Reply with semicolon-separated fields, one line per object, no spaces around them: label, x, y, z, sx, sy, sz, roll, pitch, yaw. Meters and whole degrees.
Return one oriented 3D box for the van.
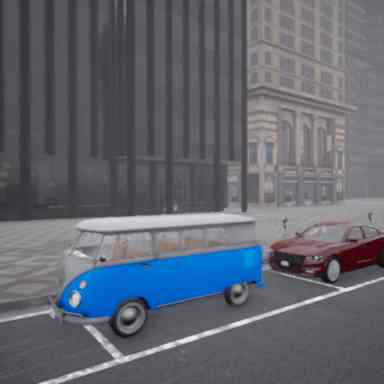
van;-0.439;1.339;6.339;3.998;1.788;1.690;0;0;-35

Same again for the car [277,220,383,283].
car;4.154;1.539;9.614;4.507;1.381;1.887;0;0;-35
